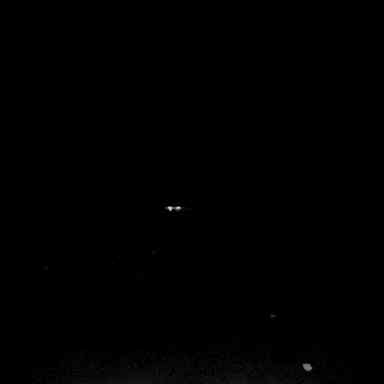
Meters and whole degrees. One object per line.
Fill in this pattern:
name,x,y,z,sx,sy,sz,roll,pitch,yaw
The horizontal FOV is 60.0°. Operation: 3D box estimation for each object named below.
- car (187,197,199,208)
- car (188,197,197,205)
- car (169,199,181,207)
car,0.163,1.764,52.651,1.882,1.535,5.008,0,0,0
car,0.085,1.855,70.580,1.837,1.490,4.892,0,0,0
car,-2.931,1.855,57.731,2.033,1.411,5.357,0,0,0
